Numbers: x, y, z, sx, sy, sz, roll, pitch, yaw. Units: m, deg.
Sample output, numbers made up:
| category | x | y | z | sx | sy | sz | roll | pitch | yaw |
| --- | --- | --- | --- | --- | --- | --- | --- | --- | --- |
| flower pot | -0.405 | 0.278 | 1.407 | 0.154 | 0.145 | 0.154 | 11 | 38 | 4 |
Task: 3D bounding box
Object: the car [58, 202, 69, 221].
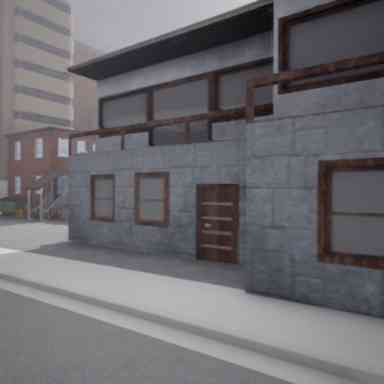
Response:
| category | x | y | z | sx | sy | sz | roll | pitch | yaw |
| --- | --- | --- | --- | --- | --- | --- | --- | --- | --- |
| car | -8.001 | 1.431 | 24.302 | 3.806 | 1.475 | 1.970 | -1 | -1 | 36 |
